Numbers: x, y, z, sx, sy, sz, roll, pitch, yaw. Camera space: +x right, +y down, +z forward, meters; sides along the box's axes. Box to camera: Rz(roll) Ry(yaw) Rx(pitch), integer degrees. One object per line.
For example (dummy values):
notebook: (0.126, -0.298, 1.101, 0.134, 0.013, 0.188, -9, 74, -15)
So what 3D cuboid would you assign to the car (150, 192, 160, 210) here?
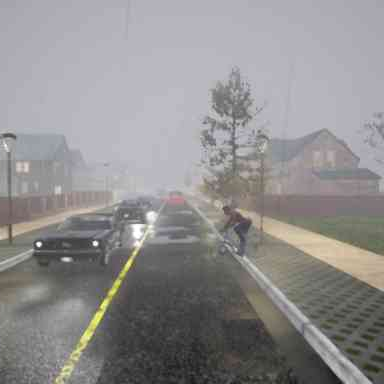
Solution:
car: (-4.451, 0.980, 32.156, 1.895, 1.301, 4.718, 0, 1, -3)

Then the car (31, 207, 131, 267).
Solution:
car: (-3.354, 1.392, 10.790, 1.895, 1.301, 4.718, 0, 1, -3)

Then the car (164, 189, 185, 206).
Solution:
car: (-1.871, 0.606, 38.302, 2.097, 1.767, 4.553, 0, 1, -3)

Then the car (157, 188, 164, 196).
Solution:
car: (-6.499, 0.033, 71.659, 2.097, 1.767, 4.553, 0, 1, -3)

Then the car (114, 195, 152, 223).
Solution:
car: (-3.906, 1.151, 21.231, 1.994, 1.385, 4.181, 0, 1, -3)

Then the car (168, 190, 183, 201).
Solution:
car: (-2.481, 0.537, 49.777, 2.128, 1.511, 4.902, 0, 1, -3)

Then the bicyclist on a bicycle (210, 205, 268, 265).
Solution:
bicyclist on a bicycle: (1.241, 1.164, 9.297, 1.656, 1.620, 0.582, -10, 2, -3)
